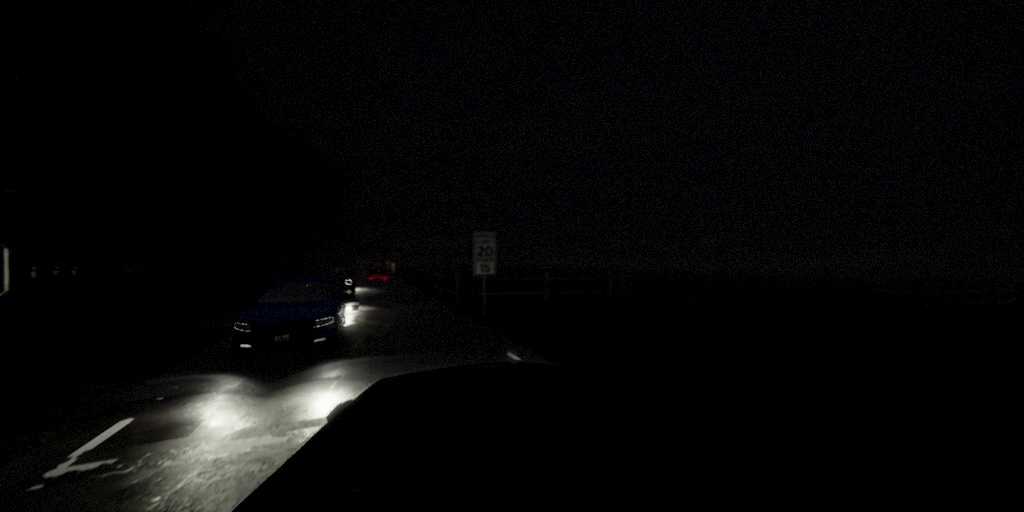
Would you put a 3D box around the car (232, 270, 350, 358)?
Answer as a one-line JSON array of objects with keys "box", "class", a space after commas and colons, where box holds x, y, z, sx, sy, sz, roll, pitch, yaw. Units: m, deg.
[{"box": [-5.287, 1.290, 9.053, 1.882, 1.535, 5.008, 0, 0, -22], "class": "car"}]

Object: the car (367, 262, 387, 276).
[{"box": [-15.545, 1.475, 41.490, 1.882, 1.535, 5.008, 0, 0, -23], "class": "car"}]

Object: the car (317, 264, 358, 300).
[{"box": [-9.047, 1.224, 18.124, 2.097, 1.767, 4.553, 0, 0, -22], "class": "car"}]
